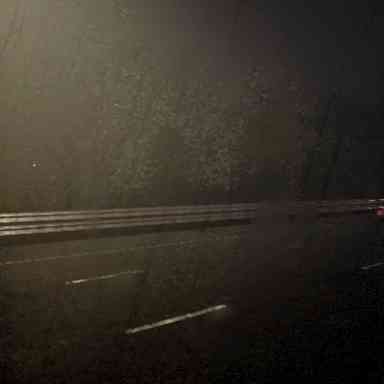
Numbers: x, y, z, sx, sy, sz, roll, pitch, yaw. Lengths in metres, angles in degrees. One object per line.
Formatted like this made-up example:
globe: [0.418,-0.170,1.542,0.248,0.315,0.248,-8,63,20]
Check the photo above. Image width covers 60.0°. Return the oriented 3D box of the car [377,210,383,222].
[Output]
car: [14.848,1.436,23.011,4.718,1.301,1.895,0,0,-35]
